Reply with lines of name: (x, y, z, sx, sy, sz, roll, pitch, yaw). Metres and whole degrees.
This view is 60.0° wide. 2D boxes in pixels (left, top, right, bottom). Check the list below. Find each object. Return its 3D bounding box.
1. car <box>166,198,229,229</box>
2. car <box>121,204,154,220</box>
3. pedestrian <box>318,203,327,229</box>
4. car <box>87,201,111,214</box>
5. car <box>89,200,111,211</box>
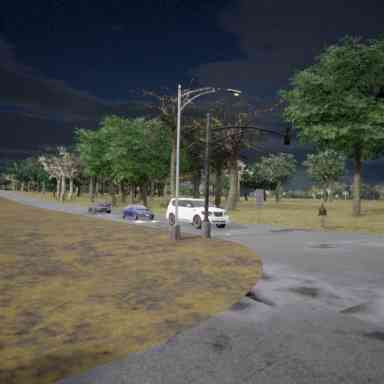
car: (0.244, 1.458, 23.765, 2.150, 2.045, 5.566, 3, -2, -34)
car: (-5.349, 1.885, 32.159, 1.812, 1.442, 4.674, 3, -2, -34)
pedestrian: (9.323, 1.717, 23.842, 0.375, 1.860, 0.375, 1, -1, -34)
car: (-11.585, 2.024, 41.498, 1.994, 1.385, 4.181, 3, -2, -33)
car: (-14.656, 2.153, 52.742, 1.882, 1.535, 5.008, 3, -2, -34)
